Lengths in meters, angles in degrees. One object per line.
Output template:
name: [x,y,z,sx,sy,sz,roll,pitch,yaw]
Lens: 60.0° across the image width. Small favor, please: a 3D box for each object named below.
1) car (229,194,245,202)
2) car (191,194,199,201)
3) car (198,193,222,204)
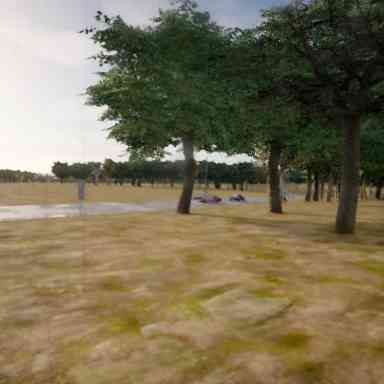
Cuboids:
car: [8.680,1.118,63.650,1.812,1.442,4.674,4,2,30]
car: [1.881,0.932,59.007,2.033,1.411,5.357,5,2,31]
car: [3.366,1.153,54.600,1.994,1.385,4.181,4,2,32]
